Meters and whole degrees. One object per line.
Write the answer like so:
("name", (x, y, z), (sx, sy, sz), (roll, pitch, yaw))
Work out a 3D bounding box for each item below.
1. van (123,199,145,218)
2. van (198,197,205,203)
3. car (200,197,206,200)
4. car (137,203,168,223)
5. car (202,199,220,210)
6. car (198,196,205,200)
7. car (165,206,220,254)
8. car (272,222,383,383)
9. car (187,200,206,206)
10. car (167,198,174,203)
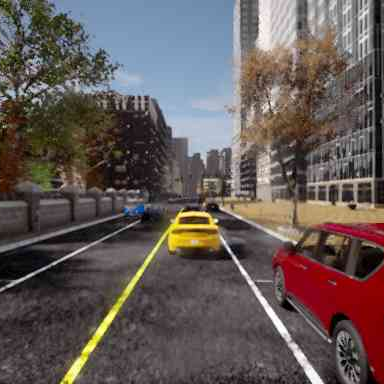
("van", (-5.687, 1.614, 33.256), (1.690, 1.788, 3.998), (0, 0, 0))
("van", (2.705, 2.183, 93.722), (1.690, 1.788, 3.998), (0, -1, 0))
("car", (2.698, 2.001, 55.953), (1.752, 1.417, 4.829), (0, -1, 0))
("car", (-3.095, 1.827, 27.788), (1.895, 1.301, 4.718), (0, 0, 0))
("car", (2.696, 1.938, 44.518), (1.947, 1.339, 4.313), (0, -1, 0))
("car", (2.704, 2.101, 88.196), (2.192, 1.841, 5.009), (0, -1, 0))
("car", (0.096, 1.589, 14.012), (1.882, 1.535, 5.008), (0, 0, 0))
("car", (2.687, 1.356, 5.097), (2.192, 1.841, 5.009), (0, 0, 0))
("car", (0.105, 1.842, 33.853), (1.994, 1.385, 4.181), (0, -1, 0))
("car", (-5.675, 2.337, 88.196), (2.008, 1.369, 4.403), (0, -1, 0))
